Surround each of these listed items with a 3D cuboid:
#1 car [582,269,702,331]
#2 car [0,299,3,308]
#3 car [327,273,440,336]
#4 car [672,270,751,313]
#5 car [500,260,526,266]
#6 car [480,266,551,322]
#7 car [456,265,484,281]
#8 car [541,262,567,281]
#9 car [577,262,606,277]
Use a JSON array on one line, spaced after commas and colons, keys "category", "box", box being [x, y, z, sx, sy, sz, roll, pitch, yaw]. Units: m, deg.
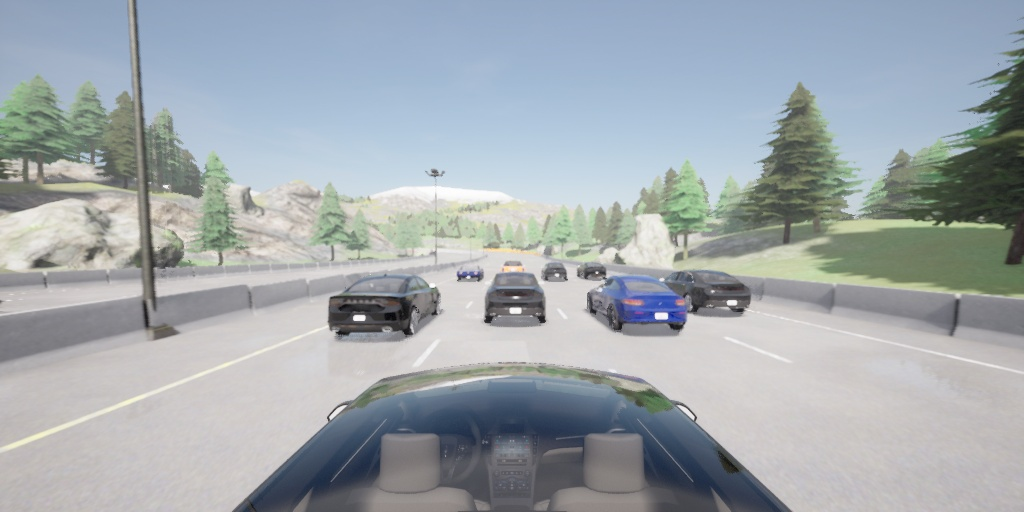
[{"category": "car", "box": [3.595, 1.285, 10.932, 1.812, 1.442, 4.674, 0, 0, 0]}, {"category": "car", "box": [-17.583, 1.305, 9.232, 2.033, 1.411, 5.357, 0, 0, 0]}, {"category": "car", "box": [-3.405, 1.236, 10.467, 1.882, 1.535, 5.008, 0, 0, 0]}, {"category": "car", "box": [7.093, 1.266, 13.985, 1.837, 1.490, 4.892, 0, 0, 0]}, {"category": "car", "box": [0.085, 1.129, 30.041, 2.097, 1.767, 4.553, 0, 0, 0]}, {"category": "car", "box": [0.094, 1.265, 12.313, 1.837, 1.490, 4.892, 0, 0, 0]}, {"category": "car", "box": [-3.415, 1.378, 30.244, 1.895, 1.301, 4.718, 0, 0, 0]}, {"category": "car", "box": [3.585, 1.283, 30.979, 1.837, 1.490, 4.892, 0, 0, 0]}, {"category": "car", "box": [7.084, 1.257, 32.318, 1.882, 1.535, 5.008, 0, 0, 0]}]
